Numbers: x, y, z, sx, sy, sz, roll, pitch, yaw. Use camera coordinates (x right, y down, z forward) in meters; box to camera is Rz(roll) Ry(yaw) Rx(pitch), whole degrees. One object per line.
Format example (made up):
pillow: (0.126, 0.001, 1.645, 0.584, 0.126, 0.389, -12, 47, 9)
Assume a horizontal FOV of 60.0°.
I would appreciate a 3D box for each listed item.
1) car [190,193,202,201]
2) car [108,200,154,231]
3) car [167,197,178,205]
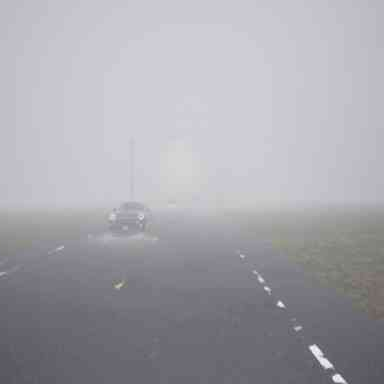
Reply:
car: (1.232, 1.244, 82.749, 2.150, 2.045, 5.566, 0, 0, 0)
car: (-3.595, 1.347, 20.256, 2.097, 1.767, 4.553, 0, 0, 0)
car: (-3.517, 1.610, 61.231, 1.895, 1.301, 4.718, 0, 0, 1)
